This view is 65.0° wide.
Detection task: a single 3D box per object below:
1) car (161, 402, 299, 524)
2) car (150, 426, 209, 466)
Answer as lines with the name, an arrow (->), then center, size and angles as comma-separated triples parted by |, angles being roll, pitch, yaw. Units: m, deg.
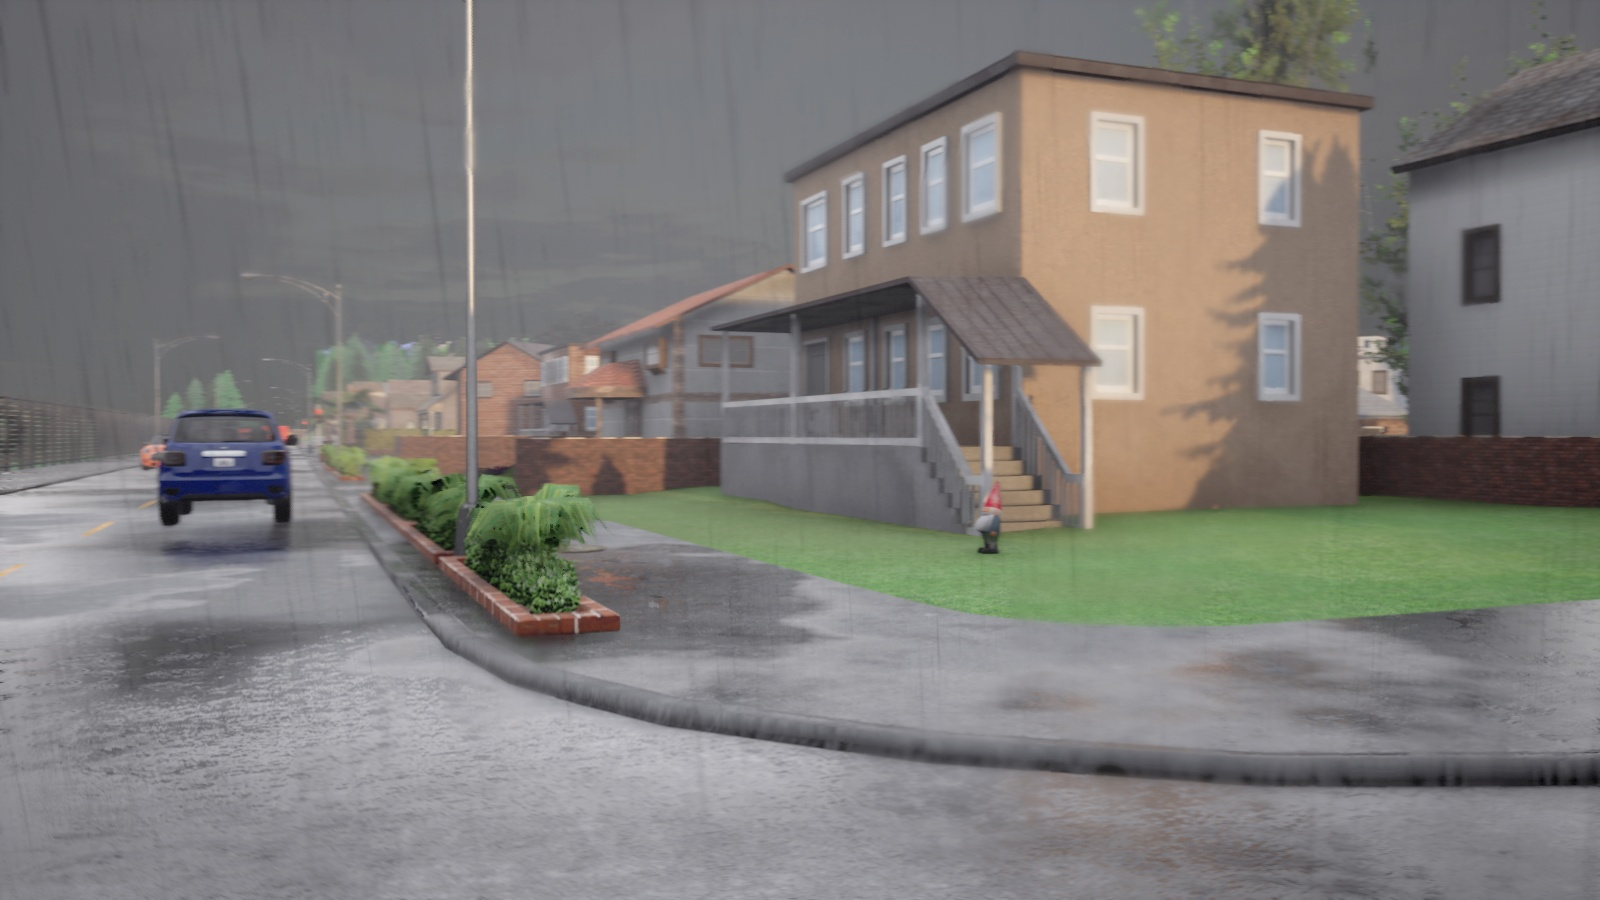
car -> -10.734, 0.187, 24.022 | 2.150, 2.045, 5.566 | 0, 1, -22
car -> -28.617, -0.195, 58.073 | 2.097, 1.767, 4.553 | 0, 1, -22
